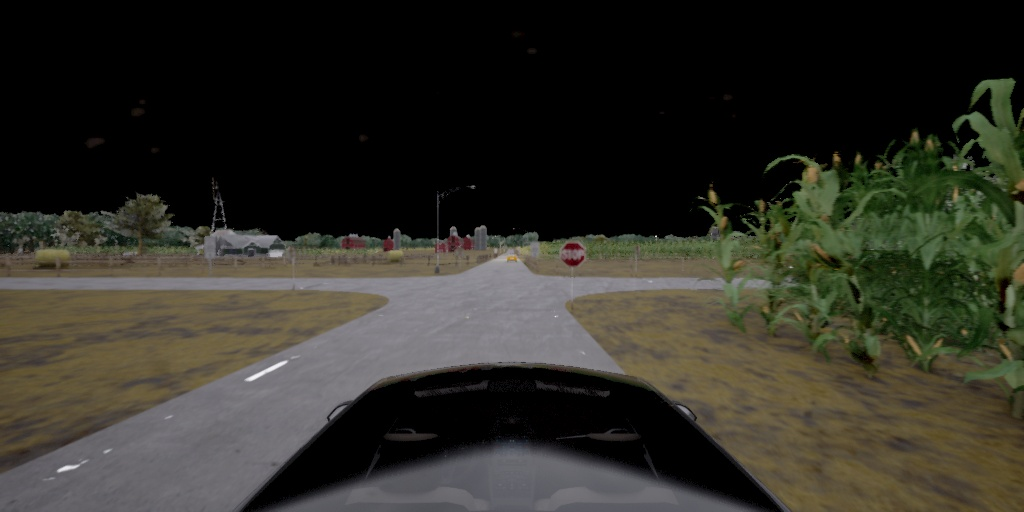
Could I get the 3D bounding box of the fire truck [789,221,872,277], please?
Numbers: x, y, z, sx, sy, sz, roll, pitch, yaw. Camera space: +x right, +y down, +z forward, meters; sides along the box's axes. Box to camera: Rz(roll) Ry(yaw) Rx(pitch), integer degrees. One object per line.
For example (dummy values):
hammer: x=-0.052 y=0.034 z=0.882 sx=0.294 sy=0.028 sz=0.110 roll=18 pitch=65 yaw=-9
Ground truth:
fire truck: x=23.583 y=-0.375 z=23.823 sx=8.468 sy=3.827 sz=2.891 roll=0 pitch=2 yaw=0
